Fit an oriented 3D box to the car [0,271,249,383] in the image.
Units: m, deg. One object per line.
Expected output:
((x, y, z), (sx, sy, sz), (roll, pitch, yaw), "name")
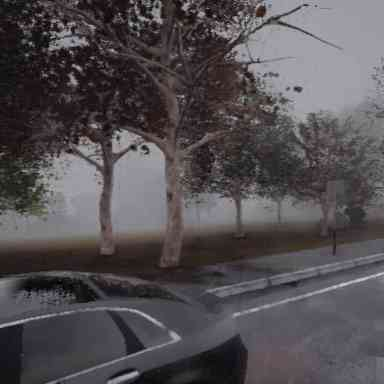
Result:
((-1.726, 1.504, 2.446), (4.892, 1.490, 1.837), (0, 0, -36), "car")
